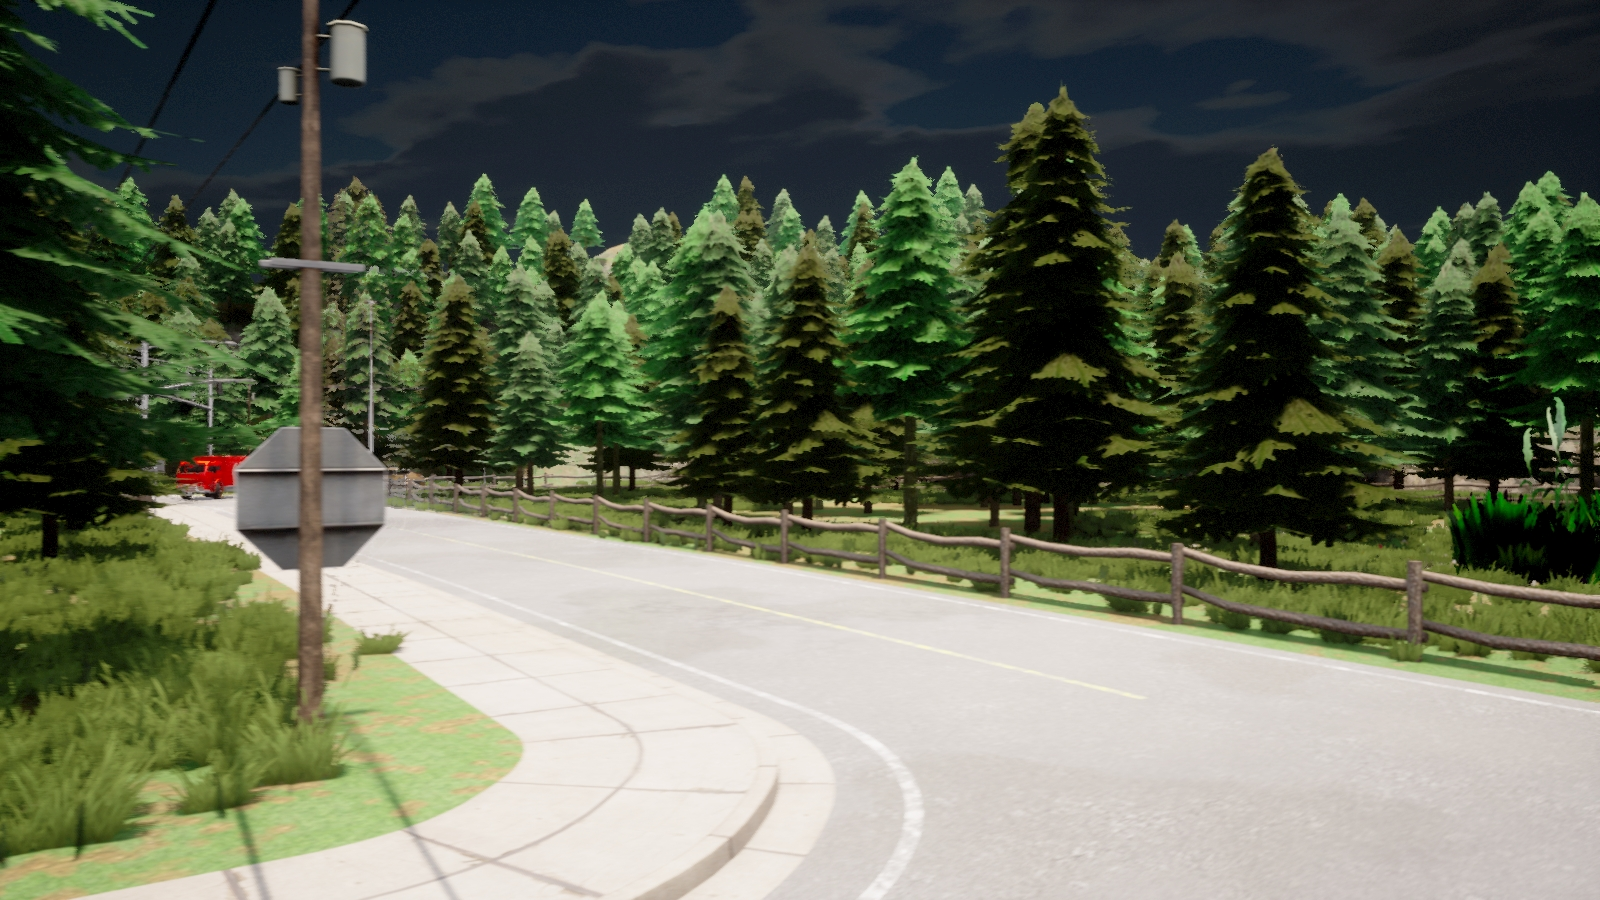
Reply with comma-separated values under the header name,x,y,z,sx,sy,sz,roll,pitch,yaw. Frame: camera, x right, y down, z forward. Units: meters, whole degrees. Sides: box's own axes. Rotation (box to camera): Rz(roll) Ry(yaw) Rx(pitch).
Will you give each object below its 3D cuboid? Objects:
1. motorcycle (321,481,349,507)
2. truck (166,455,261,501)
name,x,y,z,sx,sy,sz,roll,pitch,yaw
motorcycle,-22.822,2.161,56.079,0.803,1.199,2.033,0,0,-37
truck,-33.443,1.558,65.380,2.627,2.467,5.204,-1,0,1
